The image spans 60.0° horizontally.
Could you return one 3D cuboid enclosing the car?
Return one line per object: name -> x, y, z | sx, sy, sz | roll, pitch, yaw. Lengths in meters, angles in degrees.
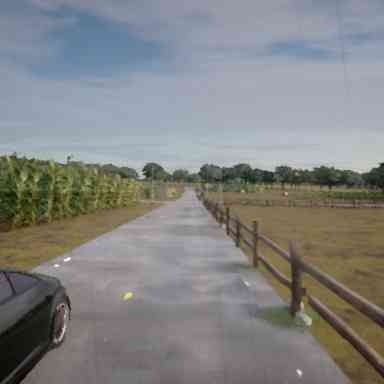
car -> -2.845, 1.560, 3.452 | 1.994, 1.385, 4.181 | 0, 0, 0
